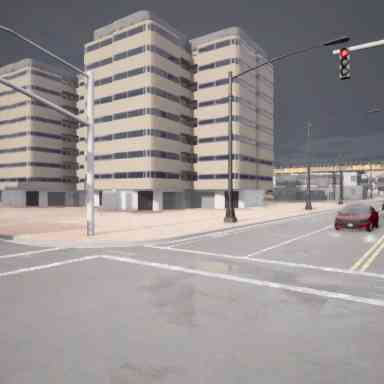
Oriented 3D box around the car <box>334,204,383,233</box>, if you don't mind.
[{"bbox_3d":[9.948,1.495,19.933,1.882,1.535,5.008,0,0,35],"label":"car"}]
